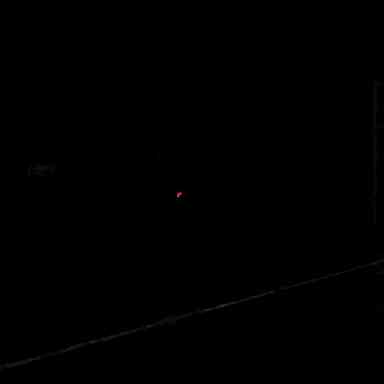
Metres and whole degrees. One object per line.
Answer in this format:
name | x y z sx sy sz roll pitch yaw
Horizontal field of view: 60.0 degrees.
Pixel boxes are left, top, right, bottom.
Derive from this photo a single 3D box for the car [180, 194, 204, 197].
car | 0.562 1.206 36.813 2.150 2.045 5.566 0 0 -37
